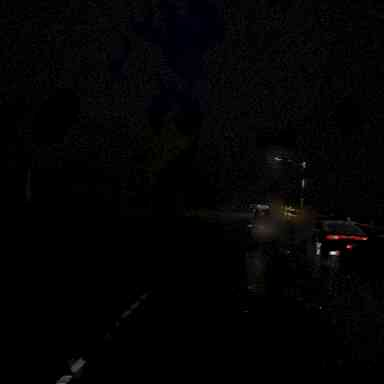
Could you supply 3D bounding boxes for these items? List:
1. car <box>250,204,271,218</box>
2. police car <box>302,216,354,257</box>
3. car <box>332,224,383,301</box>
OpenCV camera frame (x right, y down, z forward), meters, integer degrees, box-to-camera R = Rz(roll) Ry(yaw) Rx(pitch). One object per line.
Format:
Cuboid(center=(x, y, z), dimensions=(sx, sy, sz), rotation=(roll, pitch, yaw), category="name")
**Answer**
Cuboid(center=(8.932, 2.435, 42.251), dimensions=(2.128, 1.511, 4.902), rotation=(3, 0, 8), category="car")
Cuboid(center=(6.367, 1.940, 15.174), dimensions=(1.930, 1.638, 5.238), rotation=(3, -1, 8), category="police car")
Cuboid(center=(5.566, 1.931, 9.111), dimensions=(1.812, 1.442, 4.674), rotation=(3, -1, 8), category="car")
